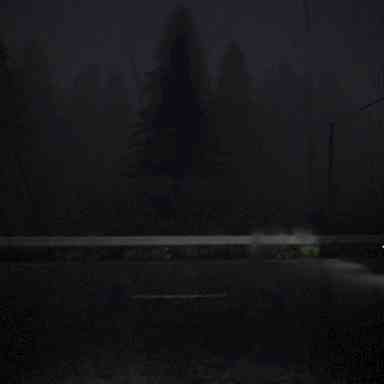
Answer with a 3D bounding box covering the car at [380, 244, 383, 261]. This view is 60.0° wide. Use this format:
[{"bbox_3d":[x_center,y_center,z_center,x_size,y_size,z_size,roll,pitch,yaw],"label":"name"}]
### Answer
[{"bbox_3d":[8.463,1.703,10.450,4.892,1.490,1.837,1,0,-8],"label":"car"}]
